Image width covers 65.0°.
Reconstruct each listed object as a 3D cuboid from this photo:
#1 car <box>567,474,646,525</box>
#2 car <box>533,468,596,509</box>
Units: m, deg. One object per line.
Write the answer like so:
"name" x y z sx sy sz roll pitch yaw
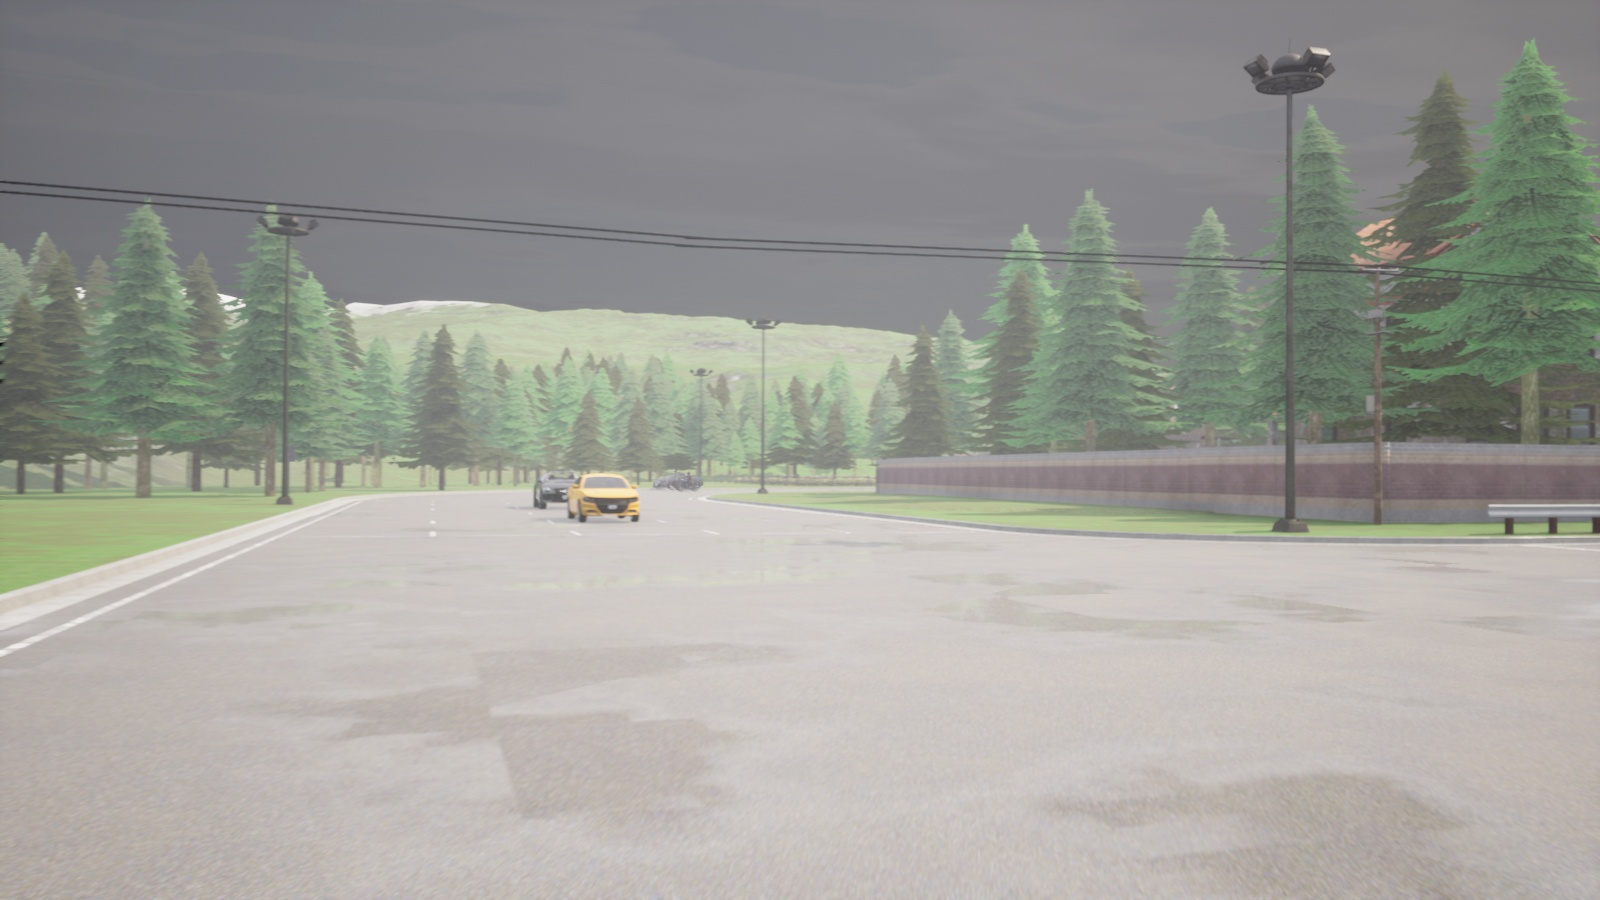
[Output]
"car" -6.339 1.546 40.649 1.882 1.535 5.008 0 -1 -16
"car" -10.066 1.588 53.441 2.152 1.651 5.027 0 -1 -16
